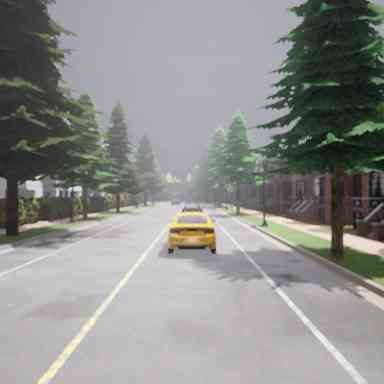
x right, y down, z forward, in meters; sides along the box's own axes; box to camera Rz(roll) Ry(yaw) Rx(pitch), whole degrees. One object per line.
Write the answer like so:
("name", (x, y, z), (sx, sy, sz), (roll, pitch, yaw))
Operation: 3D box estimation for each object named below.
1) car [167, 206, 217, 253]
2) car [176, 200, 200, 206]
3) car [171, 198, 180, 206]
("car", (0.011, 1.612, 14.472), (1.882, 1.535, 5.008), (0, 0, 0))
("car", (0.014, 1.764, 29.305), (2.128, 1.511, 4.902), (0, 0, 0))
("car", (-3.482, 2.159, 71.670), (1.837, 1.490, 4.892), (0, -1, 0))
